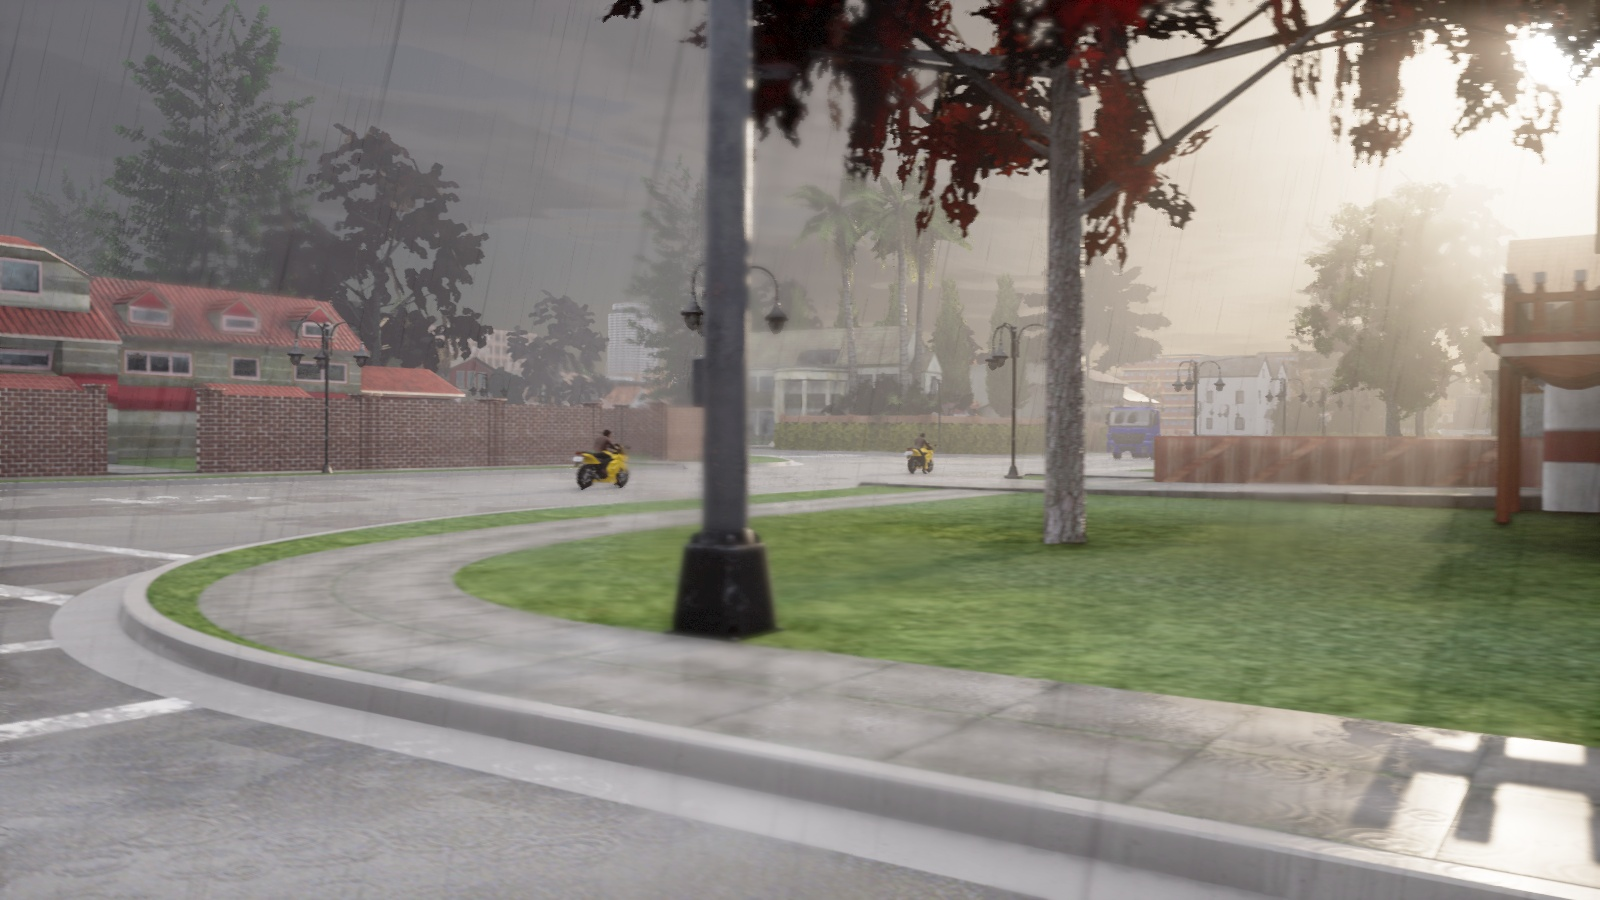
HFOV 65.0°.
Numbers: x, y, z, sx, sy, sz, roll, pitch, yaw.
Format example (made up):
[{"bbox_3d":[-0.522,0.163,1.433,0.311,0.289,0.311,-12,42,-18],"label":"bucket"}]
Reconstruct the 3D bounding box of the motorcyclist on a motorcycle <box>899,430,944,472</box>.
[{"bbox_3d":[4.517,0.037,46.599,0.797,1.523,2.044,0,1,32],"label":"motorcyclist on a motorcycle"}]

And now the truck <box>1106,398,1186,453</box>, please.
[{"bbox_3d":[22.727,-1.579,82.278,2.891,3.462,7.936,0,1,32],"label":"truck"}]

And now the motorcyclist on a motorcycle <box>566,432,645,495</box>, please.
[{"bbox_3d":[-4.877,0.326,31.595,0.797,1.523,2.044,0,1,32],"label":"motorcyclist on a motorcycle"}]
